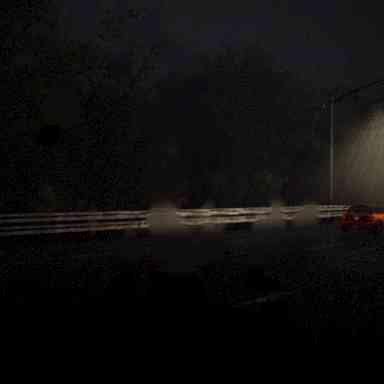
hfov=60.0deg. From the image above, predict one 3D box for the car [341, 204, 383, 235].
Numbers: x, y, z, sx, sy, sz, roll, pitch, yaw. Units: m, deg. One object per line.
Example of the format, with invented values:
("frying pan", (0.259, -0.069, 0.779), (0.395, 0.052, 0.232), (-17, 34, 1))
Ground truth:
("car", (11.133, 1.543, 20.231), (4.553, 1.767, 2.097), (1, 0, -35))
